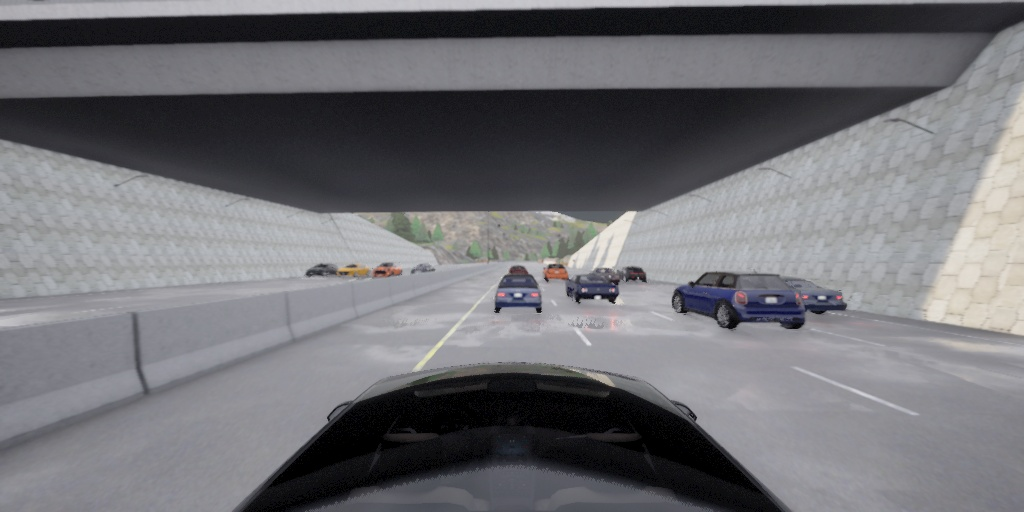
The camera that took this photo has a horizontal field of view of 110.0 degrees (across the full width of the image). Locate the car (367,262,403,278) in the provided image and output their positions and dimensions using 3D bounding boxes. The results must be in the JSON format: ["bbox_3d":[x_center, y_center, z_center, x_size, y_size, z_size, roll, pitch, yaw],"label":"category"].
[{"bbox_3d":[-13.528,1.439,39.118,2.097,1.767,4.553,0,-1,1],"label":"car"}]

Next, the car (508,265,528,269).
[{"bbox_3d":[0.580,1.604,34.626,1.882,1.535,5.008,0,0,1],"label":"car"}]

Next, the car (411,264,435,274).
[{"bbox_3d":[-10.005,1.617,40.530,2.128,1.511,4.902,0,-1,1],"label":"car"}]

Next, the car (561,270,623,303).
[{"bbox_3d":[3.810,1.559,17.939,1.895,1.301,4.718,0,-1,1],"label":"car"}]

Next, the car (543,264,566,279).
[{"bbox_3d":[4.079,1.498,34.351,2.097,1.767,4.553,0,-1,1],"label":"car"}]

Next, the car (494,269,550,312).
[{"bbox_3d":[0.257,1.451,15.060,2.033,1.411,5.357,0,-1,1],"label":"car"}]

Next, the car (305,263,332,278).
[{"bbox_3d":[-20.528,1.549,39.198,1.837,1.490,4.892,0,-1,1],"label":"car"}]

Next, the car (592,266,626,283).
[{"bbox_3d":[7.496,1.666,29.915,2.033,1.411,5.357,0,-1,1],"label":"car"}]

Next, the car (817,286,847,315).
[{"bbox_3d":[10.756,1.516,14.888,2.033,1.411,5.357,0,-1,1],"label":"car"}]

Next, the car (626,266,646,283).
[{"bbox_3d":[11.068,1.691,33.671,1.837,1.490,4.892,0,0,1],"label":"car"}]

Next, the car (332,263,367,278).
[{"bbox_3d":[-17.036,1.539,38.819,1.882,1.535,5.008,0,-1,1],"label":"car"}]

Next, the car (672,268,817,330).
[{"bbox_3d":[7.194,1.264,12.006,2.097,1.767,4.553,0,-1,1],"label":"car"}]
